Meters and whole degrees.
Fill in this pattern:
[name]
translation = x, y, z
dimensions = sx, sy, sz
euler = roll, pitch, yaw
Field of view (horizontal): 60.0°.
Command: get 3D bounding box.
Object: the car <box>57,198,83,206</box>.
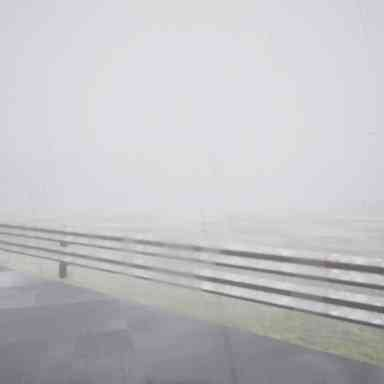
[car]
translation = -22.935, 1.886, 62.512
dimensions = 4.674, 1.442, 1.812
euler = 0, 0, 0
